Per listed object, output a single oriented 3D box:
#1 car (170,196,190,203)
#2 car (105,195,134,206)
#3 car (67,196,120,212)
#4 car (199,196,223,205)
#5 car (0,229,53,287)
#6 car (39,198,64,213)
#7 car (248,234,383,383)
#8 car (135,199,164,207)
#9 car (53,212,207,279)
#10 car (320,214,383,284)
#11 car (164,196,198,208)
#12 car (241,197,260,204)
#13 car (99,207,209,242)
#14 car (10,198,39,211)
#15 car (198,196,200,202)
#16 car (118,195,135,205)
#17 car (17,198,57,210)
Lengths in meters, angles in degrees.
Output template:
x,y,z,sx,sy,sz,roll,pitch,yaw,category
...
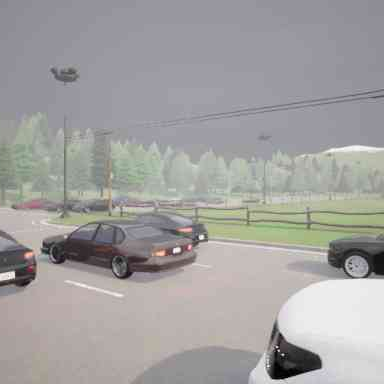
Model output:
x,y,z,sx,sy,sz,roll,pitch,yaw,category
-2.466,1.525,69.327,1.812,1.442,4.674,0,0,37,car
-12.274,1.352,56.480,2.097,1.767,4.553,0,0,37,car
-10.455,1.505,35.456,1.837,1.490,4.892,0,0,35,car
3.795,1.564,60.324,1.994,1.385,4.181,0,0,37,car
-5.571,1.526,8.062,4.674,1.442,1.812,0,0,36,car
-13.831,1.505,36.725,1.837,1.490,4.892,0,0,35,car
3.092,1.221,1.730,5.566,2.045,2.150,0,0,36,car
-5.474,1.601,48.073,1.895,1.301,4.718,0,0,37,car
-2.409,1.547,10.068,5.357,1.411,2.033,0,0,37,car
6.035,1.478,8.257,5.008,1.535,1.882,0,0,36,car
-1.550,1.564,47.460,1.994,1.385,4.181,0,0,37,car
11.385,1.601,64.507,1.895,1.301,4.718,0,0,38,car
-1.496,1.526,13.756,4.674,1.442,1.812,0,0,36,car
-19.716,1.564,40.512,1.994,1.385,4.181,0,0,35,car
1.170,1.564,68.357,1.994,1.385,4.181,0,0,38,car
-10.289,1.563,53.306,1.994,1.385,4.181,0,0,37,car
-20.865,1.525,44.968,1.812,1.442,4.674,0,0,36,car
